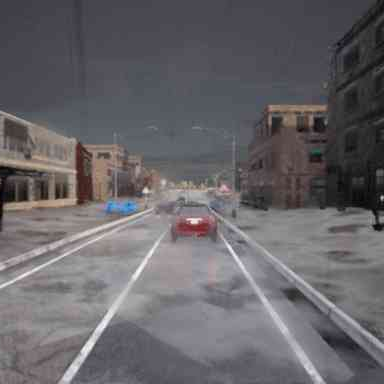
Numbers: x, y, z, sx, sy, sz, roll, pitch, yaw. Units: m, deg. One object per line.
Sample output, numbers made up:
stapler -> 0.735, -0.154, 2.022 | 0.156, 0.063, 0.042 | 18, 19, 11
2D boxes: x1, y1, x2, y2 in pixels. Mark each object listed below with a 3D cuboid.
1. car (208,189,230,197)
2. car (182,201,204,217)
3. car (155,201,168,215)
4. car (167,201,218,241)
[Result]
car -> 8.027, 0.712, 93.429 | 5.366, 1.575, 1.946 | 0, 2, -1
car -> 0.101, 1.728, 34.483 | 2.033, 1.411, 5.357 | 0, 0, 0
car -> -3.008, 1.749, 37.636 | 2.033, 1.411, 5.357 | 0, 0, 0
car -> 0.100, 1.338, 16.573 | 2.097, 1.767, 4.553 | 0, 0, 0
